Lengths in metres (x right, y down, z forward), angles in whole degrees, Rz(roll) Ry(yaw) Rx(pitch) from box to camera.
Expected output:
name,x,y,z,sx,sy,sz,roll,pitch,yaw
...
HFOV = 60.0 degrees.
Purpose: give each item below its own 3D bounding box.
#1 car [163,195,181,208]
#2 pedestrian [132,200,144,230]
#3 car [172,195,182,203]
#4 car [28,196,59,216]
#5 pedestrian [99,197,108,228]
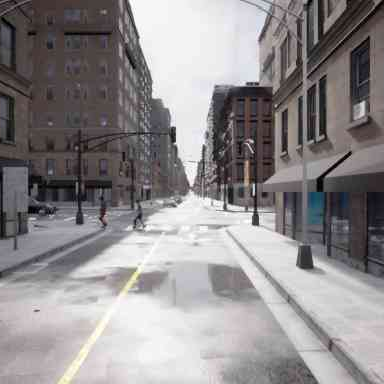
name,x,y,z,sx,sy,sz,roll,pitch,yaw
car,-3.184,1.524,48.997,2.033,1.411,5.357,0,0,0
pedestrian,-3.147,1.285,19.480,0.375,1.860,0.375,0,0,0
car,-3.083,1.465,69.404,1.837,1.490,4.892,0,0,0
car,-14.035,1.146,29.022,4.553,1.767,2.097,1,0,-1
pedestrian,-5.040,1.129,18.871,0.375,1.860,0.375,0,0,0
